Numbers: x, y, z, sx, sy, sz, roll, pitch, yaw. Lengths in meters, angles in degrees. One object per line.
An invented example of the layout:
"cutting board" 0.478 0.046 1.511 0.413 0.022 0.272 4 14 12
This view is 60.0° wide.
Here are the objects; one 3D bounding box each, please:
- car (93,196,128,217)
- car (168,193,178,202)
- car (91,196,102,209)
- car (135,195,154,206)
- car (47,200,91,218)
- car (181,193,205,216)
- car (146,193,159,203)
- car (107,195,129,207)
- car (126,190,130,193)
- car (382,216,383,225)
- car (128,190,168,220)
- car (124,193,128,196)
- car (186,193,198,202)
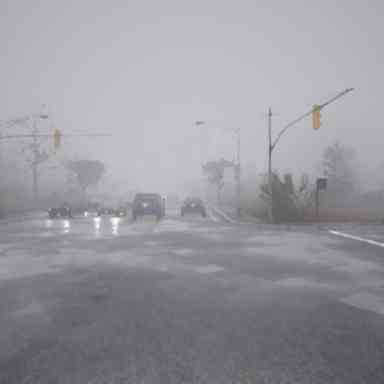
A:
"car" -7.094 1.379 29.852 1.812 1.442 4.674 0 0 0
"car" -3.525 0.989 60.042 2.128 1.511 4.902 0 1 0
"car" -10.563 1.287 37.986 1.882 1.535 5.008 0 0 0
"car" -7.008 1.185 49.160 2.128 1.511 4.902 0 1 0
"car" -10.594 1.460 28.623 1.895 1.301 4.718 0 0 0
"car" 0.094 1.199 31.076 2.097 1.767 4.553 0 0 0
"car" -7.019 1.012 59.585 1.837 1.490 4.892 0 1 0
"car" -10.516 1.259 47.829 2.033 1.411 5.357 0 1 0
"car" -10.520 0.757 58.193 2.150 2.045 5.566 0 1 0
"car" 12.916 1.137 17.189 5.566 2.045 2.150 0 0 -3
"car" -3.404 1.089 26.838 2.150 2.045 5.566 0 0 0
"car" -7.057 1.280 39.063 1.882 1.535 5.008 0 0 0
"car" -0.026 0.987 60.202 2.128 1.511 4.902 0 1 -1
